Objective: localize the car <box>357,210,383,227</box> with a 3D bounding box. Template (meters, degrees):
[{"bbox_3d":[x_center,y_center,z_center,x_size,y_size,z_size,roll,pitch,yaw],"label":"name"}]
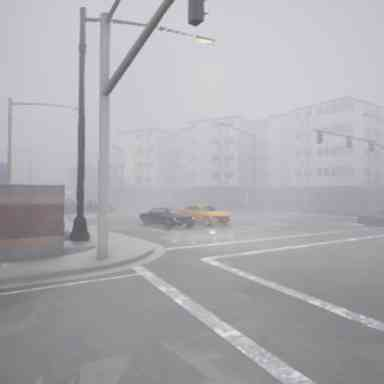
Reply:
[{"bbox_3d":[14.365,1.907,24.235,1.994,1.385,4.181,1,-1,-35],"label":"car"}]

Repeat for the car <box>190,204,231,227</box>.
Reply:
[{"bbox_3d":[0.853,1.677,25.130,1.882,1.535,5.008,1,0,-35],"label":"car"}]

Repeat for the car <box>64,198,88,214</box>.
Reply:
[{"bbox_3d":[-14.057,1.478,36.565,4.553,1.767,2.097,0,0,35],"label":"car"}]

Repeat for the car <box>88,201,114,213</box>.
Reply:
[{"bbox_3d":[-11.289,1.774,38.902,4.718,1.301,1.895,0,-1,36],"label":"car"}]

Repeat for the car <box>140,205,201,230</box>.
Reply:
[{"bbox_3d":[-1.704,1.754,22.738,1.895,1.301,4.718,1,-1,-35],"label":"car"}]
